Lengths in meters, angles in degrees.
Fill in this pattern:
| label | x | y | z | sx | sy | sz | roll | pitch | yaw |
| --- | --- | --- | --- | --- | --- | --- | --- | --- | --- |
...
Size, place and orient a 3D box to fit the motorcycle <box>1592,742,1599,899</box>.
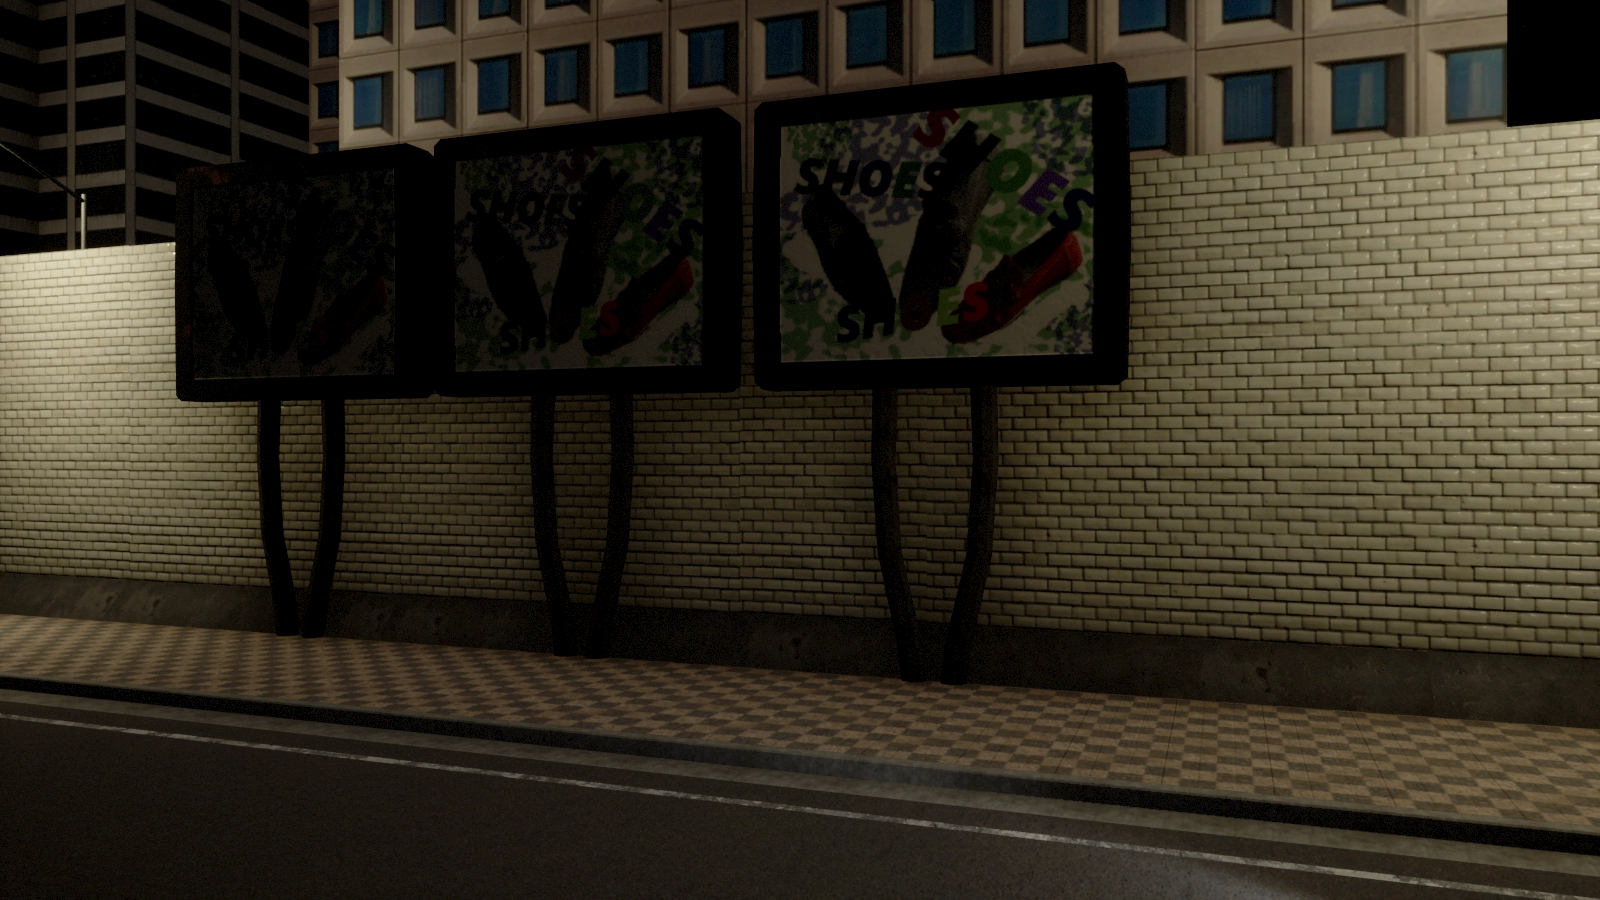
| label | x | y | z | sx | sy | sz | roll | pitch | yaw |
| --- | --- | --- | --- | --- | --- | --- | --- | --- | --- |
| motorcycle | 5.025 | 2.149 | 5.179 | 2.209 | 1.251 | 0.867 | 0 | 0 | 20 |
